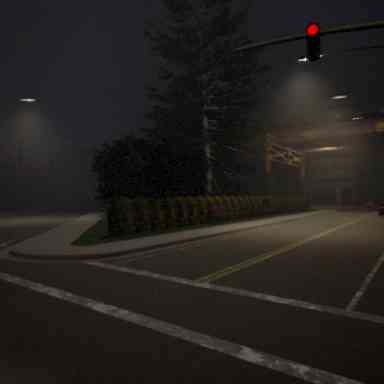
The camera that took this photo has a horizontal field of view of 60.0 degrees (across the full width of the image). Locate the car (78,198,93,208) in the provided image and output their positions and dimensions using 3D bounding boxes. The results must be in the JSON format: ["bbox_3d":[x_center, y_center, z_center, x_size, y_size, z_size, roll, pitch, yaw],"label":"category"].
[{"bbox_3d":[-18.619,1.918,58.365,2.097,1.767,4.553,0,-1,-11],"label":"car"}]

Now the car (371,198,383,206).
[{"bbox_3d":[36.720,1.876,64.353,4.974,1.542,2.038,0,-1,-30],"label":"car"}]

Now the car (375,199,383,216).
[{"bbox_3d":[20.725,1.738,34.778,1.812,1.442,4.674,-1,-1,35],"label":"car"}]

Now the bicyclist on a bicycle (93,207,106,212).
[{"bbox_3d":[-11.231,1.680,40.382,1.656,1.620,0.582,0,-1,-11],"label":"bicyclist on a bicycle"}]

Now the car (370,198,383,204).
[{"bbox_3d":[36.764,1.718,64.381,4.536,1.218,1.853,0,-1,-30],"label":"car"}]

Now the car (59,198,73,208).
[{"bbox_3d":[-22.311,2.111,59.040,1.812,1.442,4.674,0,-1,-11],"label":"car"}]
